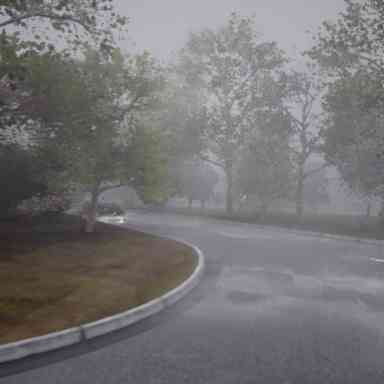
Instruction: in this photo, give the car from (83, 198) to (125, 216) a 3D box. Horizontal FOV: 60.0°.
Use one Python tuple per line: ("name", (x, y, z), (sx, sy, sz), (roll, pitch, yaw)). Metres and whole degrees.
("car", (-7.514, 1.208, 27.920), (2.033, 1.411, 5.357), (2, 0, -36))
